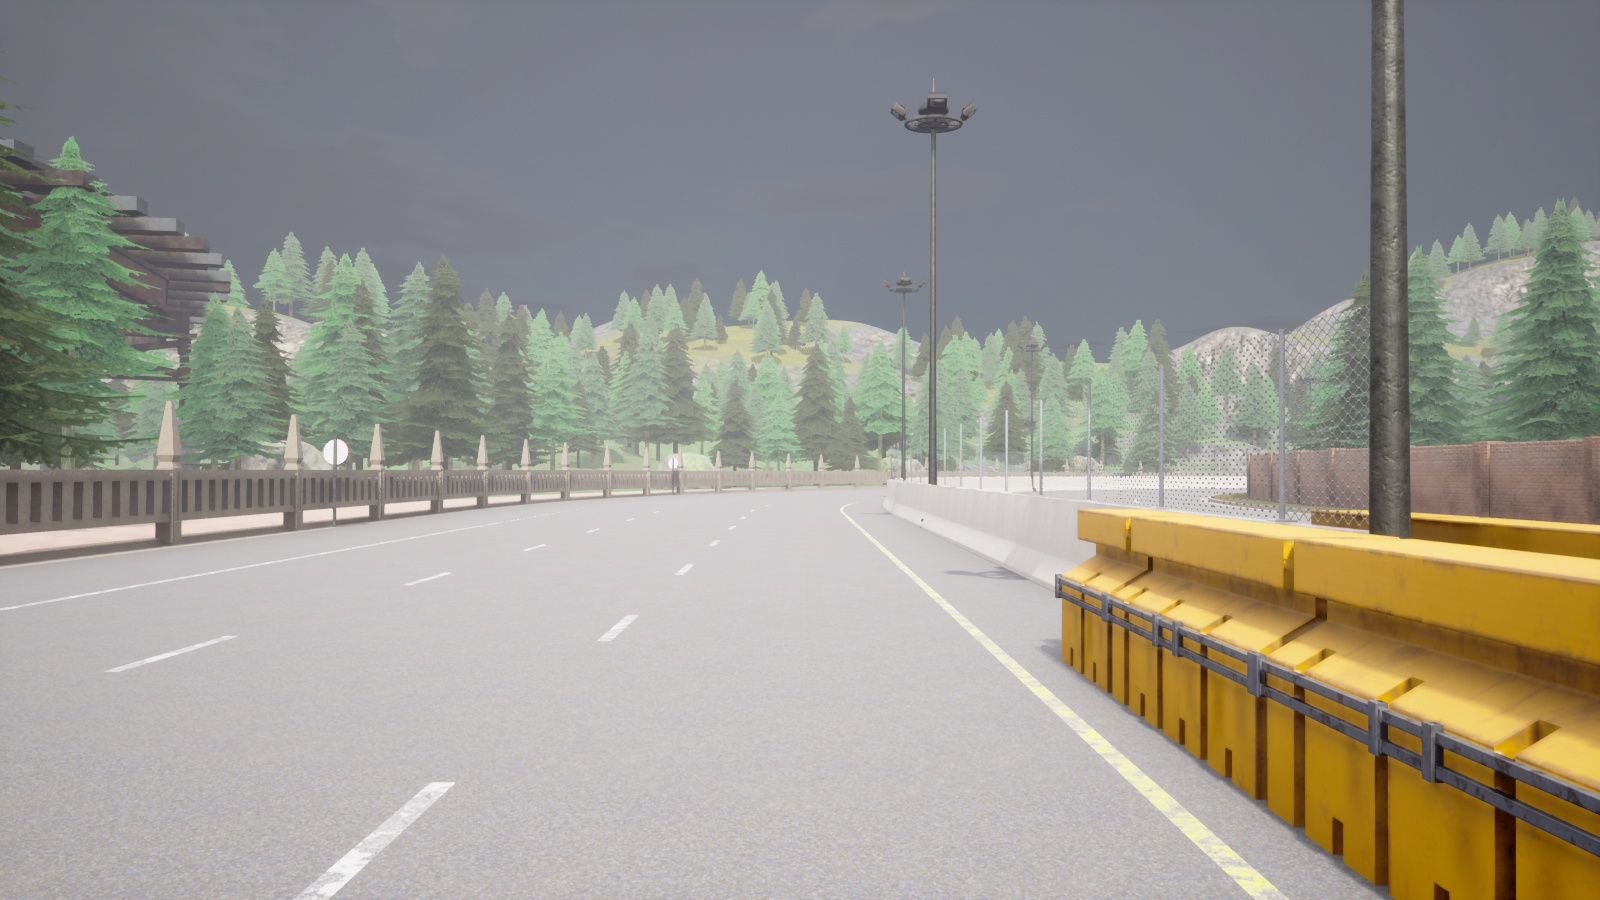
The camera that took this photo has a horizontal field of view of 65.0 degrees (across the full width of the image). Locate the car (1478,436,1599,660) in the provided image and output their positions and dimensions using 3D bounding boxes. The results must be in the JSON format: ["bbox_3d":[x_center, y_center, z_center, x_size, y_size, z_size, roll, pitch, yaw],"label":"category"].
[{"bbox_3d":[6.976,0.706,8.379,2.152,1.651,5.027,0,-1,0],"label":"car"}]
